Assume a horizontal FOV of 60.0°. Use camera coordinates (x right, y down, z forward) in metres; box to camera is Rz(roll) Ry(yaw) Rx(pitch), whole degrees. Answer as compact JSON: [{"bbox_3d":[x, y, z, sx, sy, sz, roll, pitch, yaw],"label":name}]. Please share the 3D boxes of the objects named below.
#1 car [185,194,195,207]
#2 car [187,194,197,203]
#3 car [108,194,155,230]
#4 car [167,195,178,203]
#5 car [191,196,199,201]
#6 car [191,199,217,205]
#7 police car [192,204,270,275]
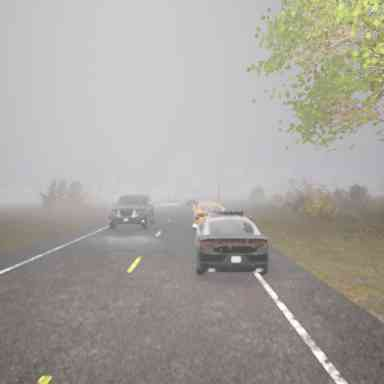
[{"bbox_3d":[0.031,1.338,48.622,1.812,1.442,4.674,0,0,0],"label":"car"},{"bbox_3d":[-0.001,1.256,64.599,1.837,1.490,4.892,0,0,0],"label":"car"},{"bbox_3d":[-3.600,1.141,20.864,2.150,2.045,5.566,0,0,0],"label":"car"},{"bbox_3d":[-3.539,1.254,61.869,2.128,1.511,4.902,0,0,1],"label":"car"},{"bbox_3d":[1.049,1.353,26.580,1.801,1.575,5.366,0,0,0],"label":"car"},{"bbox_3d":[1.050,1.400,20.388,1.882,1.535,5.008,0,0,0],"label":"car"},{"bbox_3d":[1.050,1.385,10.497,1.930,1.638,5.238,0,0,0],"label":"police car"}]
